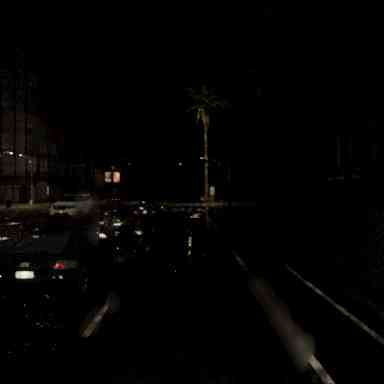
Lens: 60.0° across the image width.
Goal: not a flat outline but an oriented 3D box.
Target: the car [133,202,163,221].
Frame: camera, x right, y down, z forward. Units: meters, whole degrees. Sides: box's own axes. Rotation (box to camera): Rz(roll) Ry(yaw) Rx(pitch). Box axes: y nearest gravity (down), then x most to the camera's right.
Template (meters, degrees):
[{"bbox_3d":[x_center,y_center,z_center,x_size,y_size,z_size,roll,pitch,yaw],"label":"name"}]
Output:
[{"bbox_3d":[-3.365,1.479,26.094,2.033,1.411,5.357,0,0,0],"label":"car"}]

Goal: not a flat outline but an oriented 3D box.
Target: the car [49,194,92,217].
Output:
[{"bbox_3d":[-10.068,1.164,28.295,2.150,2.045,5.566,0,0,0],"label":"car"}]

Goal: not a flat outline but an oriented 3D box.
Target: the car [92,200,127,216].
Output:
[{"bbox_3d":[-6.822,1.458,28.744,1.812,1.442,4.674,0,0,0],"label":"car"}]

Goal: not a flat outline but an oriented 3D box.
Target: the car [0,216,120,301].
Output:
[{"bbox_3d":[-3.212,1.545,8.354,1.994,1.385,4.181,0,0,0],"label":"car"}]
